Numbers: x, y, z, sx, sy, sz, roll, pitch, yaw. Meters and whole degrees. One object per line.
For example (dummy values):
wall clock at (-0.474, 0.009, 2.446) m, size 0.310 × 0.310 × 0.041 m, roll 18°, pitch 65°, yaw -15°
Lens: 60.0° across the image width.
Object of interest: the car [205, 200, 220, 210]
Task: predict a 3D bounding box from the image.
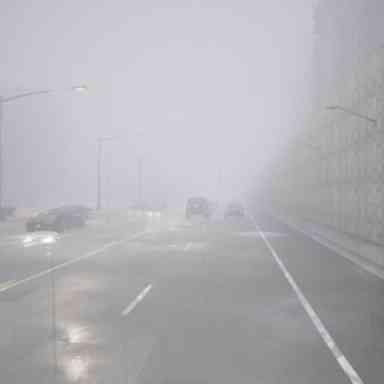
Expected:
car at (3.432, 2.040, 54.046) m, size 2.033 × 1.411 × 5.357 m, roll 0°, pitch -1°, yaw 8°

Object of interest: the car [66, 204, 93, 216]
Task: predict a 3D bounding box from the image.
car at (-10.591, 1.774, 29.469) m, size 2.033 × 1.411 × 5.357 m, roll 0°, pitch -1°, yaw 8°

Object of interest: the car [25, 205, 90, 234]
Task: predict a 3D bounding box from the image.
car at (-8.285, 1.718, 20.420) m, size 1.994 × 1.385 × 4.181 m, roll 0°, pitch -1°, yaw 8°

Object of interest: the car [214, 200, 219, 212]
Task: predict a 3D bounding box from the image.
car at (2.038, 1.944, 43.748) m, size 2.033 × 1.411 × 5.357 m, roll 0°, pitch -1°, yaw 8°

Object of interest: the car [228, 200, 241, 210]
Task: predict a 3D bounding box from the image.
car at (6.900, 2.048, 53.576) m, size 2.033 × 1.411 × 5.357 m, roll 0°, pitch -1°, yaw 8°

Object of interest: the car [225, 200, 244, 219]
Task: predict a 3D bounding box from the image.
car at (4.274, 1.861, 33.458) m, size 2.033 × 1.411 × 5.357 m, roll 0°, pitch -1°, yaw 8°

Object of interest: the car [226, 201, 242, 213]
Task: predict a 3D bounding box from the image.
car at (5.557, 1.972, 43.658) m, size 1.994 × 1.385 × 4.181 m, roll 0°, pitch -1°, yaw 8°

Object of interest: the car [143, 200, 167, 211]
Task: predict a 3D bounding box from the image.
car at (-4.711, 1.888, 46.272) m, size 2.128 × 1.511 × 4.902 m, roll 0°, pitch -1°, yaw 8°

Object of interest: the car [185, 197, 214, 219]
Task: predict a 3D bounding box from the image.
car at (0.695, 1.519, 33.143) m, size 2.150 × 2.045 × 5.566 m, roll 0°, pitch -1°, yaw 8°

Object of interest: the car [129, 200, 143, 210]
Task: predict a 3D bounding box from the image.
car at (-7.756, 1.970, 49.675) m, size 2.033 × 1.411 × 5.357 m, roll 0°, pitch -1°, yaw 8°
